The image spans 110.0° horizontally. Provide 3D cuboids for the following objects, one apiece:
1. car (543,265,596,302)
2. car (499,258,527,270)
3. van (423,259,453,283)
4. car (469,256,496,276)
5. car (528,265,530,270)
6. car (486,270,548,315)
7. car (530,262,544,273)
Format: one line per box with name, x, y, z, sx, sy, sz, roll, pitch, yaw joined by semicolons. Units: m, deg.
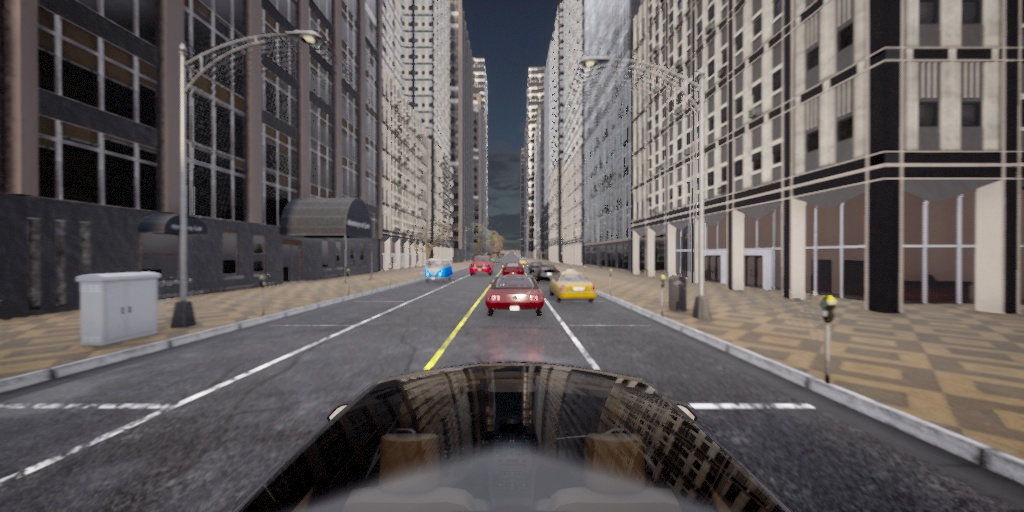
car;2.692;1.286;16.755;1.751;1.417;4.829;0;0;0
car;0.099;1.243;31.650;1.882;1.535;5.008;0;0;0
van;-5.687;1.106;27.987;1.690;1.789;3.998;0;0;0
car;-3.092;0.989;37.100;2.150;2.045;5.566;0;0;0
car;2.695;1.332;39.378;1.948;1.339;4.313;0;0;0
car;0.095;1.360;13.524;1.895;1.301;4.718;0;0;0
car;2.693;1.331;27.982;1.948;1.339;4.313;0;0;0
